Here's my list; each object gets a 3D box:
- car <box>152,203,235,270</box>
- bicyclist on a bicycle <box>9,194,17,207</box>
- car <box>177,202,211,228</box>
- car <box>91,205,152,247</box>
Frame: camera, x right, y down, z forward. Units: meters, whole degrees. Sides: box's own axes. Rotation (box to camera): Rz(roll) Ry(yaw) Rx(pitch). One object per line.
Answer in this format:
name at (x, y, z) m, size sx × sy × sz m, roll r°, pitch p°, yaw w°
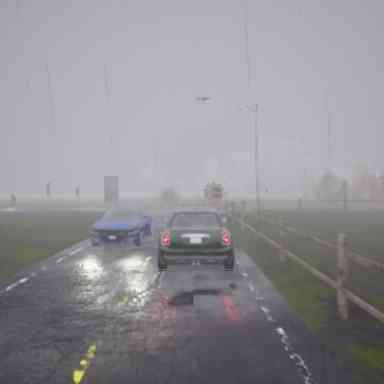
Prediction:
car at (0.101, 1.238, 10.737) m, size 2.097 × 1.767 × 4.553 m, roll 0°, pitch 1°, yaw 0°
bicyclist on a bicycle at (-22.500, 1.060, 41.791) m, size 0.582 × 1.620 × 1.656 m, roll 0°, pitch 1°, yaw 0°
car at (0.105, 1.371, 21.180) m, size 1.895 × 1.301 × 4.718 m, roll 0°, pitch 1°, yaw 0°
car at (-2.830, 1.322, 14.331) m, size 1.882 × 1.535 × 5.008 m, roll 0°, pitch 1°, yaw 0°
